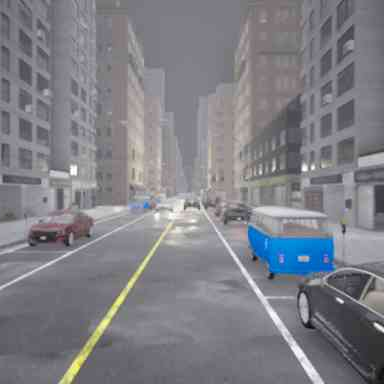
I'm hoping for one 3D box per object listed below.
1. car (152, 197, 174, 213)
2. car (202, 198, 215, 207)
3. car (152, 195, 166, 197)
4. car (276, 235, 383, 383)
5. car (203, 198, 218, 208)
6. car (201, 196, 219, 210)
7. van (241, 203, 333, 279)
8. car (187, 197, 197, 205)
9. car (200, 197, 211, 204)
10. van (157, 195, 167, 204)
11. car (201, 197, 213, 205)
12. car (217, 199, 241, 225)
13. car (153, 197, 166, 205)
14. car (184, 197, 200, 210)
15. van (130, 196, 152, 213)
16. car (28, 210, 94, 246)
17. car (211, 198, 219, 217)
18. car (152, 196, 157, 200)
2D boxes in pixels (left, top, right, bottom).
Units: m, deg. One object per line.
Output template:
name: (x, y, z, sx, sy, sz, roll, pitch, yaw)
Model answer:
car: (-3.111, 1.579, 38.138, 1.812, 1.442, 4.674, 0, 0, 0)
car: (2.638, 1.634, 54.467, 1.947, 1.339, 4.313, 0, 0, 0)
car: (-5.887, 1.384, 54.458, 2.192, 1.841, 5.009, 0, 0, 0)
car: (2.667, 1.559, 4.202, 2.008, 1.369, 4.403, 0, 0, 0)
car: (2.641, 1.614, 48.883, 2.008, 1.369, 4.403, 0, 0, 0)
car: (2.645, 1.373, 43.298, 2.192, 1.841, 5.009, 0, 0, 0)
van: (2.664, 1.359, 9.788, 1.690, 1.788, 3.998, 0, 0, 0)
car: (-0.016, 1.604, 61.264, 1.812, 1.442, 4.674, 0, 0, 1)
car: (2.631, 1.659, 65.638, 1.802, 1.307, 4.206, 0, 0, 0)
van: (-5.894, 1.419, 65.631, 1.690, 1.788, 3.998, 0, 0, 0)
car: (2.635, 1.639, 60.053, 1.947, 1.339, 4.313, 0, 0, 0)
car: (3.131, 1.542, 24.686, 1.837, 1.490, 4.892, 0, 0, 0)
car: (-5.891, 1.618, 60.045, 1.887, 1.381, 4.507, 0, 0, 0)
car: (0.007, 1.419, 44.796, 2.097, 1.767, 4.553, 0, 0, 0)
van: (-5.878, 1.394, 37.701, 1.690, 1.788, 3.998, 0, 0, 0)
car: (-5.865, 1.572, 15.357, 1.887, 1.381, 4.507, 0, 0, 0)
car: (3.130, 1.572, 31.685, 1.812, 1.442, 4.674, 0, 0, 0)
car: (-5.881, 1.625, 43.287, 1.947, 1.339, 4.313, 0, 0, 0)
